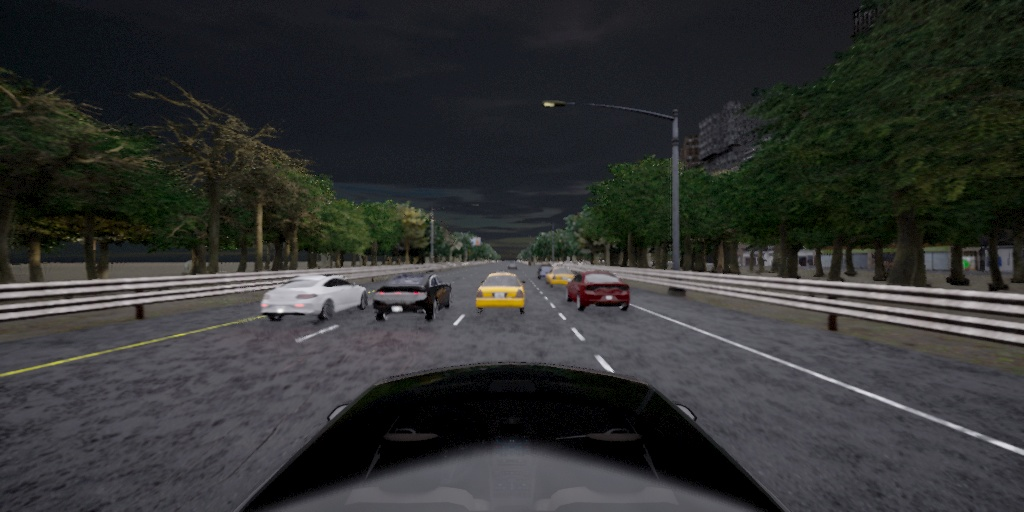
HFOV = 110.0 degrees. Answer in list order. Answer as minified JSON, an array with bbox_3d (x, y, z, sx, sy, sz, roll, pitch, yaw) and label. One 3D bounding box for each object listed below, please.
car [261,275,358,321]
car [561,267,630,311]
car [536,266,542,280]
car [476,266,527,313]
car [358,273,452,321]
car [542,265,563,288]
[{"bbox_3d":[-6.892,1.399,12.990,1.812,1.442,4.674,0,-1,0],"label":"car"},{"bbox_3d":[3.512,1.378,15.434,1.882,1.535,5.008,0,-1,0],"label":"car"},{"bbox_3d":[3.541,1.688,37.432,2.033,1.411,5.357,0,-1,0],"label":"car"},{"bbox_3d":[-0.352,1.349,14.859,1.801,1.575,5.366,0,-1,2],"label":"car"},{"bbox_3d":[-3.393,1.366,13.018,2.128,1.511,4.902,0,-1,0],"label":"car"},{"bbox_3d":[3.527,1.479,26.624,1.801,1.575,5.366,0,-1,0],"label":"car"}]
